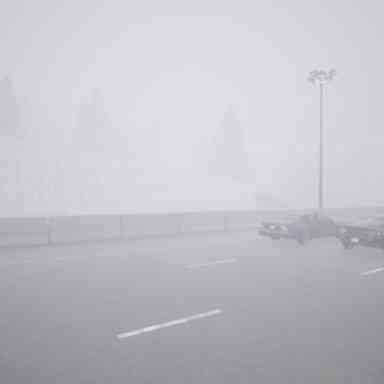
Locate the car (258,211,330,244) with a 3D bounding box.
[{"bbox_3d":[5.687,1.680,16.513,5.357,1.411,2.033,1,0,-35],"label":"car"}]

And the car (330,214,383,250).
[{"bbox_3d":[8.027,1.662,13.879,4.674,1.442,1.812,0,0,-35],"label":"car"}]
